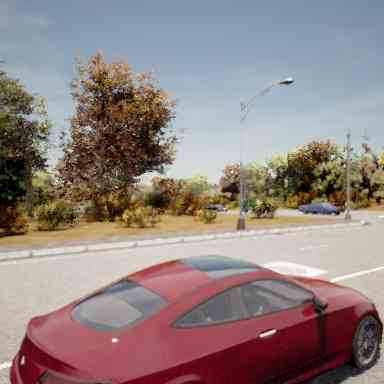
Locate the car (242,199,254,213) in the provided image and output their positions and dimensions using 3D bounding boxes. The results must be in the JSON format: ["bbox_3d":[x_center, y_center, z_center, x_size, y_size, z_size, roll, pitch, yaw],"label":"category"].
[{"bbox_3d":[9.458,1.976,47.121,2.150,2.045,5.566,0,-3,-32],"label":"car"}]

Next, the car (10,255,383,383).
[{"bbox_3d":[0.449,1.537,4.056,4.674,1.442,1.812,0,0,-35],"label":"car"}]

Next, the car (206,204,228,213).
[{"bbox_3d":[4.062,2.767,55.738,2.128,1.511,4.902,0,-3,-32],"label":"car"}]

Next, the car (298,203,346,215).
[{"bbox_3d":[14.881,1.922,38.477,2.033,1.411,5.357,0,-2,-32],"label":"car"}]
